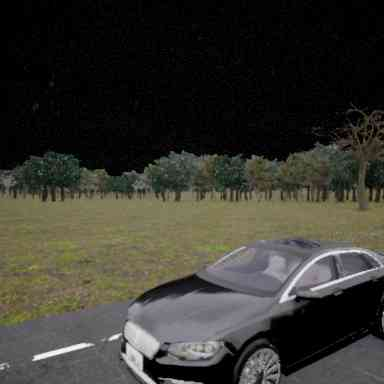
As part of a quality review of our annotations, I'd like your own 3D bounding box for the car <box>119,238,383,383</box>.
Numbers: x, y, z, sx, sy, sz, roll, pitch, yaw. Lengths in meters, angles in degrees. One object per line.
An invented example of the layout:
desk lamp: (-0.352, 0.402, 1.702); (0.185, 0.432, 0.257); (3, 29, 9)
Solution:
car: (1.382, 1.505, 4.970); (4.902, 1.511, 2.128); (0, 0, -35)
